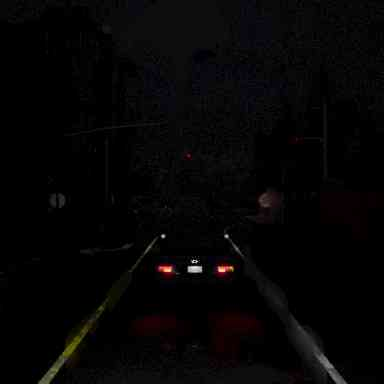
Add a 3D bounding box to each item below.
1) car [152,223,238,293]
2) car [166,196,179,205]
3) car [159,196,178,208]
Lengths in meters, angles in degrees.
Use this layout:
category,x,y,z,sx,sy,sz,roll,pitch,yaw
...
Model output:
category,x,y,z,sx,sy,sz,roll,pitch,yaw
car,0.074,1.547,8.964,2.033,1.411,5.357,0,0,0
car,-3.466,1.503,59.677,1.837,1.490,4.892,0,0,1
car,-3.510,1.547,47.446,2.033,1.411,5.357,0,0,0
